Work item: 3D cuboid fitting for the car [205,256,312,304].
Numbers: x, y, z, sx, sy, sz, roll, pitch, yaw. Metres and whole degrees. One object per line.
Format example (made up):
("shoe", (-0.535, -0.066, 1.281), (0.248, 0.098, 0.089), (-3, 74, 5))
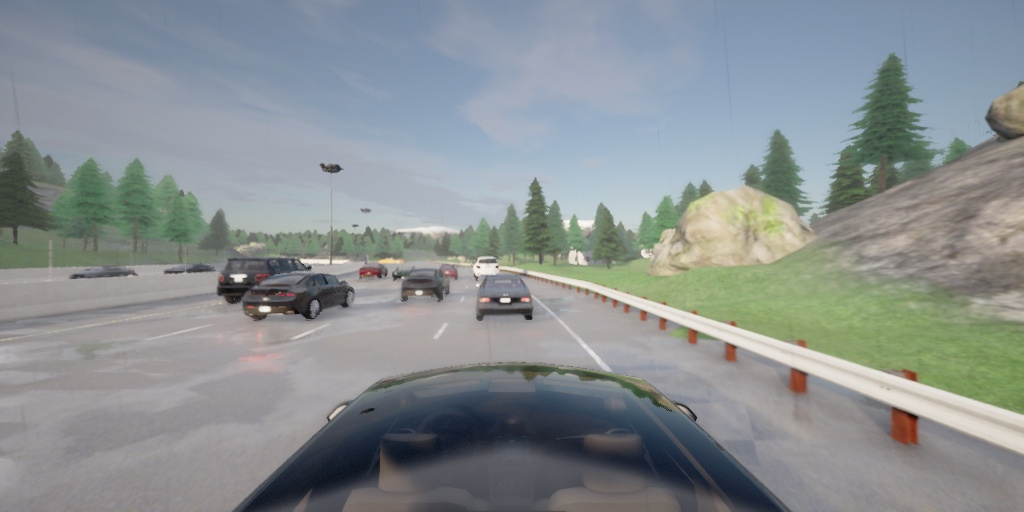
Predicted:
("car", (-11.106, 1.059, 16.959), (2.150, 2.045, 5.566), (0, 0, -4))

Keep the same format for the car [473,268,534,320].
("car", (-0.325, 1.349, 12.974), (2.033, 1.411, 5.357), (0, 0, -3))

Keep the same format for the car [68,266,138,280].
("car", (-33.925, 1.497, 29.871), (1.994, 1.385, 4.181), (0, 0, -7))

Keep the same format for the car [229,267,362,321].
("car", (-7.339, 1.318, 12.891), (1.837, 1.490, 4.892), (0, 0, -3))

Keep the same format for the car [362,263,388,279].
("car", (-13.337, 1.399, 34.826), (1.882, 1.535, 5.008), (0, 0, -9))

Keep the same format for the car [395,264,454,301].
("car", (-4.180, 1.335, 17.839), (1.837, 1.490, 4.892), (0, 0, -4))

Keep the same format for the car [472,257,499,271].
("car", (-2.454, 1.119, 33.289), (2.150, 2.045, 5.566), (0, 0, -9))

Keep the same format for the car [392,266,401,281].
("car", (-9.338, 1.503, 31.987), (1.895, 1.301, 4.718), (0, 0, -9))

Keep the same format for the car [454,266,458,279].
("car", (-6.184, 1.472, 34.372), (1.994, 1.385, 4.181), (0, 0, -9))

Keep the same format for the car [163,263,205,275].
("car", (-31.254, 1.429, 34.812), (1.882, 1.535, 5.008), (0, 0, -10))
